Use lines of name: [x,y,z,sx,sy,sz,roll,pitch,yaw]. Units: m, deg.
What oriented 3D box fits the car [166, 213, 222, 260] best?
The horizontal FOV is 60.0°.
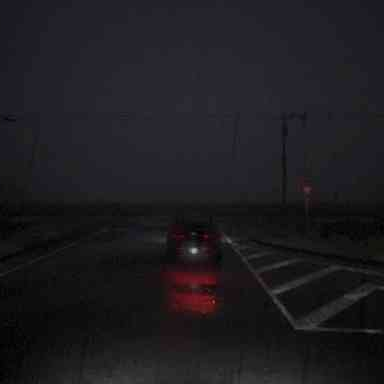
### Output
car: [0.072,1.551,12.547,1.837,1.490,4.892,0,0,0]
